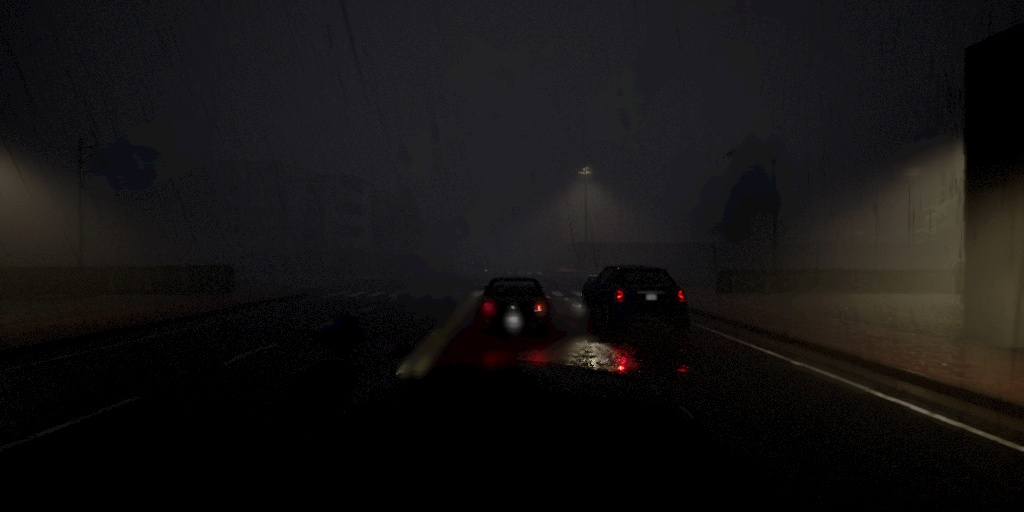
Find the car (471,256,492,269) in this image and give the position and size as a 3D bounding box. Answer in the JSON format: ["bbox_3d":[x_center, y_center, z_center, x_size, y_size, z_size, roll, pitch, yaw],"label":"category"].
[{"bbox_3d":[-4.259,0.856,48.550,2.097,1.767,4.553,0,0,0],"label":"car"}]

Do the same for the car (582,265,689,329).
[{"bbox_3d":[3.585,1.055,11.263,2.097,1.767,4.553,0,0,1],"label":"car"}]

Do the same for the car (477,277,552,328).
[{"bbox_3d":[0.070,1.305,11.140,1.895,1.301,4.718,0,0,0],"label":"car"}]

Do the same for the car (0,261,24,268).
[{"bbox_3d":[-38.352,1.134,26.555,4.892,1.490,1.837,0,0,0],"label":"car"}]
